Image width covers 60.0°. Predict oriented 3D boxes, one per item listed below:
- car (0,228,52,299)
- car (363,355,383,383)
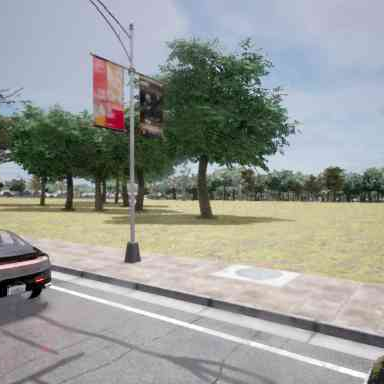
[{"bbox_3d":[-5.040,1.515,7.253,4.902,1.511,2.128,0,0,36],"label":"car"},{"bbox_3d":[3.353,1.493,1.283,4.902,1.511,2.128,0,0,36],"label":"car"}]
